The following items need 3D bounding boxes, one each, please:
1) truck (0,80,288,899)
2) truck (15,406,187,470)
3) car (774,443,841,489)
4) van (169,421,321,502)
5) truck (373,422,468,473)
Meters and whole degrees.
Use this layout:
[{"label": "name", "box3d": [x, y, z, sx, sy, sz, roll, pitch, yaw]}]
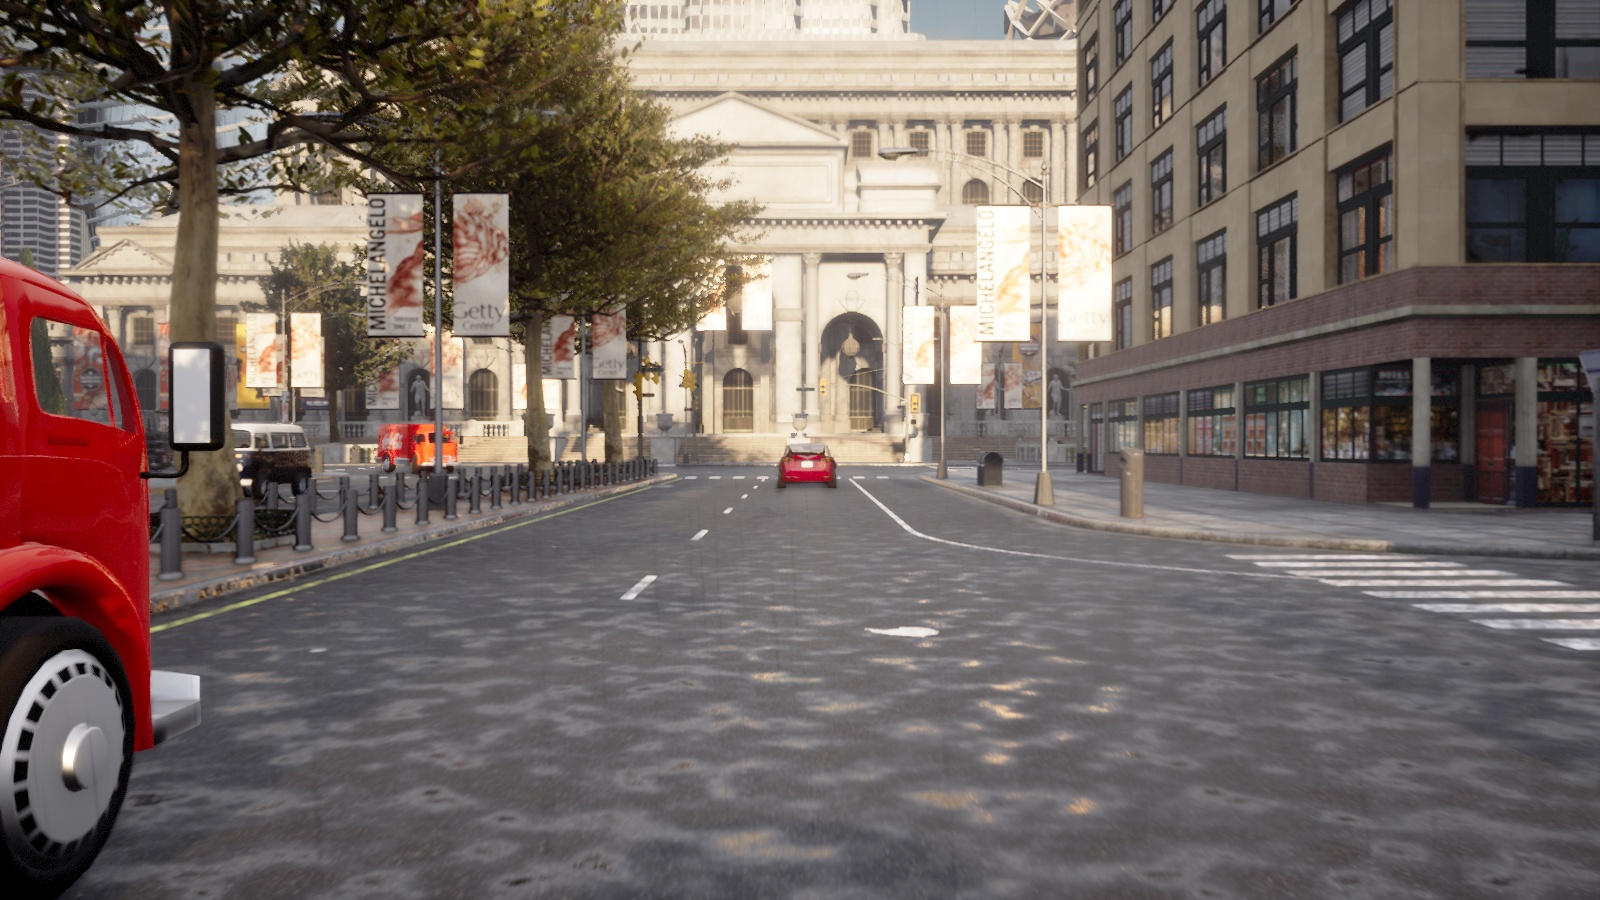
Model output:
[{"label": "truck", "box3d": [-3.470, 0.242, 2.657, 2.627, 2.467, 5.204, 0, 0, 0]}, {"label": "truck", "box3d": [-38.661, -0.659, 69.592, 7.936, 3.462, 2.891, 0, 0, 0]}, {"label": "car", "box3d": [0.252, 0.503, 43.011, 2.163, 1.488, 4.792, 0, 0, 0]}, {"label": "van", "box3d": [-14.800, 0.268, 33.779, 2.069, 2.038, 4.480, 0, 0, 0]}, {"label": "truck", "box3d": [-19.244, -0.117, 63.564, 2.627, 2.467, 5.204, 1, 0, -41]}]
